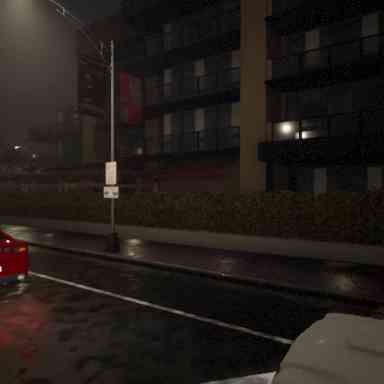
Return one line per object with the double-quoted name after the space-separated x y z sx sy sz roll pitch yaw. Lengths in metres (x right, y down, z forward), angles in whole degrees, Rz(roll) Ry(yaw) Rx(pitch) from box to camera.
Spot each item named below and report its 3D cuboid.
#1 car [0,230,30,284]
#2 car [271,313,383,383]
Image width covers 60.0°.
-6.111 1.477 8.387 5.008 1.535 1.882 0 0 35 "car"
2.857 1.601 1.962 4.718 1.301 1.895 0 0 35 "car"
